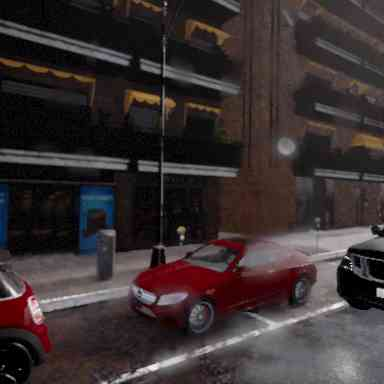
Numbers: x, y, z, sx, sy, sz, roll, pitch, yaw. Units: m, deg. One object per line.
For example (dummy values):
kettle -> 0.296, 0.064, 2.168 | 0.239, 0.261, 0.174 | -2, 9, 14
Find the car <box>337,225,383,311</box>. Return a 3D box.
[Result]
car -> 5.337, 1.292, 6.881 | 5.566, 2.045, 2.150 | 1, 0, -36

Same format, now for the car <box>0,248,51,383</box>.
car -> -3.767, 1.430, 3.397 | 4.097, 1.590, 1.967 | 1, 0, -36

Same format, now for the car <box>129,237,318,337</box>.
car -> 0.827, 1.620, 6.678 | 4.206, 1.307, 1.802 | 1, 0, -36
